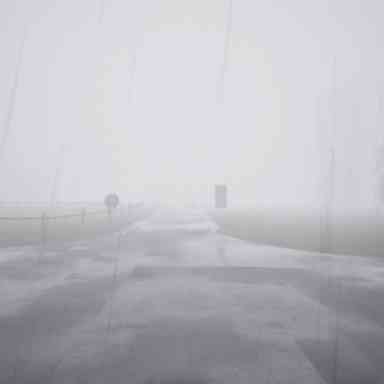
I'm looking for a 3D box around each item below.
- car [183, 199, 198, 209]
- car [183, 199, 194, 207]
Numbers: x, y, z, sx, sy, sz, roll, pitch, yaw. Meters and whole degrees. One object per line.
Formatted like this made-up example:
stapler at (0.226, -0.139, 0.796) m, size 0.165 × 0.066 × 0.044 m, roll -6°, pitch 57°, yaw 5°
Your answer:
car at (-0.033, 2.093, 55.389) m, size 2.033 × 1.411 × 5.357 m, roll 0°, pitch -1°, yaw -2°
car at (-0.702, 2.140, 65.915) m, size 1.837 × 1.490 × 4.892 m, roll 0°, pitch 0°, yaw -6°
